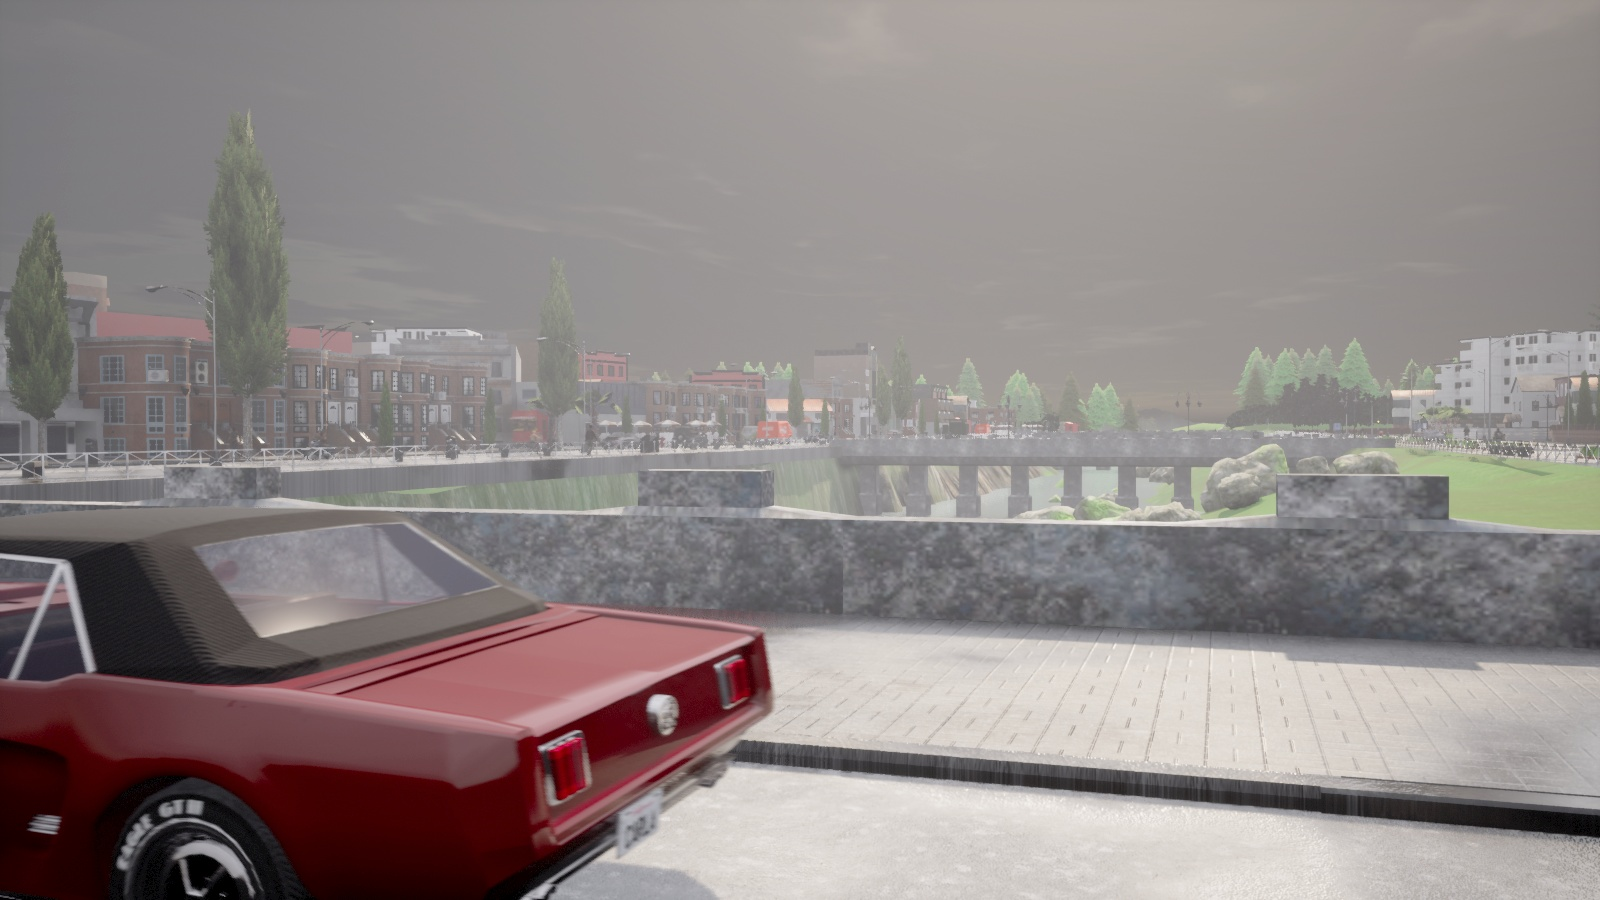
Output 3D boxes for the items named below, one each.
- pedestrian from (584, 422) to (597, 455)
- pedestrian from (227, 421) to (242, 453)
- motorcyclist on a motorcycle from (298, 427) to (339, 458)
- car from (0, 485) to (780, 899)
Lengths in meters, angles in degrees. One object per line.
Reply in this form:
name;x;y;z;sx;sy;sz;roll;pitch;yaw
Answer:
pedestrian;-11.993;-0.660;71.883;0.431;1.840;0.703;0;1;17
pedestrian;-32.023;-0.721;71.130;0.328;1.805;0.869;0;1;12
motorcyclist on a motorcycle;-26.276;-0.419;68.520;0.766;1.649;2.350;1;1;19
car;-2.614;0.844;4.601;4.718;1.301;1.895;1;1;19
